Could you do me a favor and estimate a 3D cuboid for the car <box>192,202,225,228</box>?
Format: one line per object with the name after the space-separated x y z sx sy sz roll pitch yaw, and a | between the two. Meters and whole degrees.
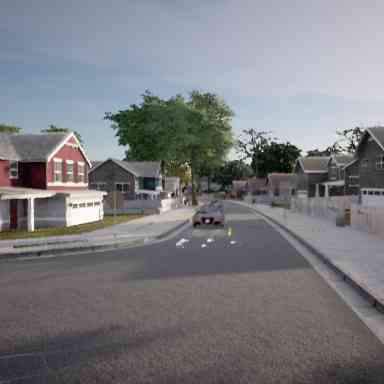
1.191 1.600 22.492 1.994 1.385 4.181 0 0 7 | car

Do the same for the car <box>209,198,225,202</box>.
3.534 1.612 47.067 2.128 1.511 4.902 0 0 4 | car
